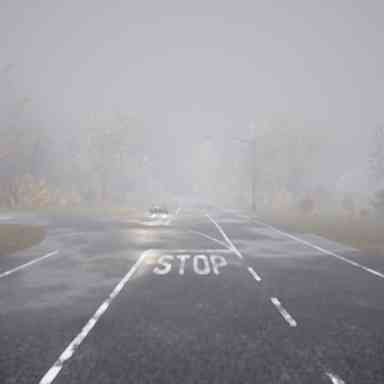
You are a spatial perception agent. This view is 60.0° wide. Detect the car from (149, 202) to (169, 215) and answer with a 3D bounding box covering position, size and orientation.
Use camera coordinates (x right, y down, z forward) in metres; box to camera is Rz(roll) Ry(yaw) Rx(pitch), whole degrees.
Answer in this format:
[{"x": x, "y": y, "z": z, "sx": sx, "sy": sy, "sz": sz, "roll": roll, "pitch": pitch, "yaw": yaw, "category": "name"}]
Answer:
[{"x": -3.566, "y": 1.793, "z": 36.814, "sx": 1.994, "sy": 1.385, "sz": 4.181, "roll": -1, "pitch": -1, "yaw": 0, "category": "car"}]
